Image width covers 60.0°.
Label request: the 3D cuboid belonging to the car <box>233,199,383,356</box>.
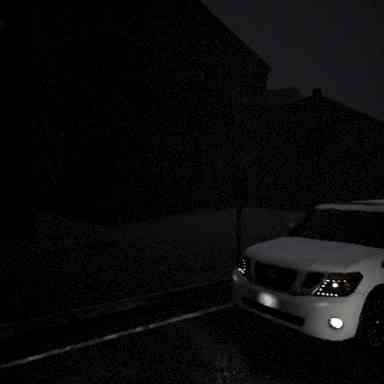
[{"bbox_3d":[3.332,1.185,6.371,5.566,2.045,2.150,0,0,-36],"label":"car"}]
